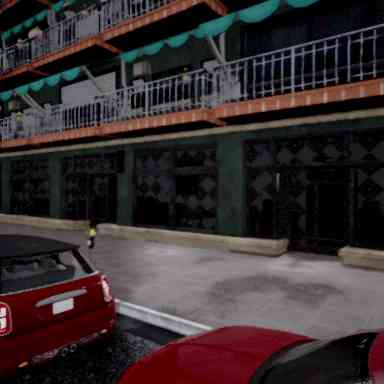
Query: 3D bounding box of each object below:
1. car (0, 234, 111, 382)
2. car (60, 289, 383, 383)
[{"bbox_3d":[-3.124,1.373,5.137,4.097,1.590,1.967,1,0,36],"label":"car"},{"bbox_3d":[1.447,1.547,1.842,4.507,1.381,1.887,1,0,36],"label":"car"}]
